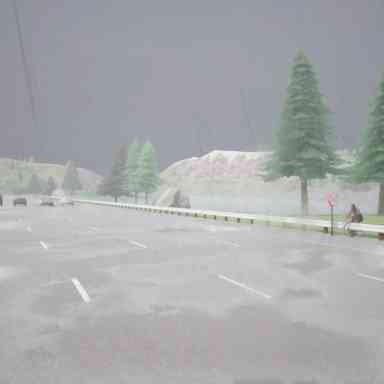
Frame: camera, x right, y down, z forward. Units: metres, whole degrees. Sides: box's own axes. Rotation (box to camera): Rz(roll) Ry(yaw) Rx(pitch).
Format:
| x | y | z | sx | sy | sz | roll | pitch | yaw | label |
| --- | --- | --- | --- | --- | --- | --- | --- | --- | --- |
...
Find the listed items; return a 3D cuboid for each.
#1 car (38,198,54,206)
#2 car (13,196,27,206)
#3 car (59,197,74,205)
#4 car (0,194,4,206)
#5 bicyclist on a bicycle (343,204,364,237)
| x | y | z | sx | sy | sz | roll | pitch | yaw | label |
| --- | --- | --- | --- | --- | --- | --- | --- | --- | --- |
| -23.995 | 1.600 | 54.471 | 1.895 | 1.301 | 4.718 | 0 | 0 | -31 | car |
| -29.313 | 1.491 | 56.578 | 2.128 | 1.511 | 4.902 | 0 | 0 | -31 | car |
| -21.620 | 1.526 | 57.325 | 1.812 | 1.442 | 4.674 | 0 | 0 | -30 | car |
| -31.963 | 1.221 | 54.187 | 2.150 | 2.045 | 5.566 | 0 | 0 | -31 | car |
| 8.105 | 1.431 | 16.593 | 1.656 | 1.620 | 0.582 | 5 | -2 | -30 | bicyclist on a bicycle |
